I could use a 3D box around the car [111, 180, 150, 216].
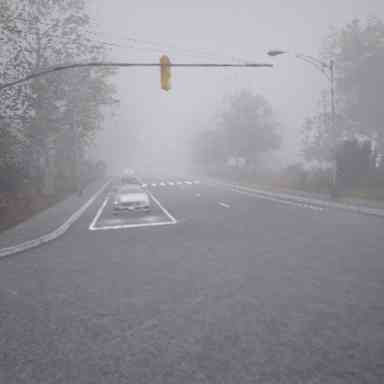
[{"bbox_3d":[-3.399,0.336,18.386,1.812,1.442,4.674,-4,5,-11],"label":"car"}]

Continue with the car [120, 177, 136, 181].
[{"bbox_3d":[-6.513,-0.869,34.021,1.895,1.301,4.718,-4,6,-11],"label":"car"}]
